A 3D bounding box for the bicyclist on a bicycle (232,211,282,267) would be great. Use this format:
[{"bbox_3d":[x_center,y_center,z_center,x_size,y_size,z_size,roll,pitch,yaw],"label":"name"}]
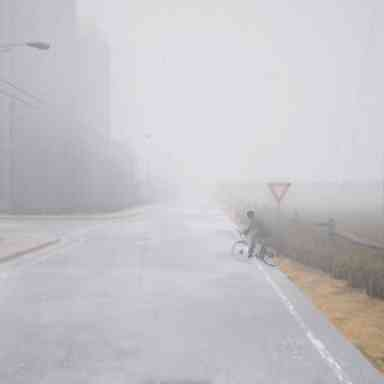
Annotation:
[{"bbox_3d":[1.915,1.395,9.975,1.656,1.620,0.582,0,1,36],"label":"bicyclist on a bicycle"}]
